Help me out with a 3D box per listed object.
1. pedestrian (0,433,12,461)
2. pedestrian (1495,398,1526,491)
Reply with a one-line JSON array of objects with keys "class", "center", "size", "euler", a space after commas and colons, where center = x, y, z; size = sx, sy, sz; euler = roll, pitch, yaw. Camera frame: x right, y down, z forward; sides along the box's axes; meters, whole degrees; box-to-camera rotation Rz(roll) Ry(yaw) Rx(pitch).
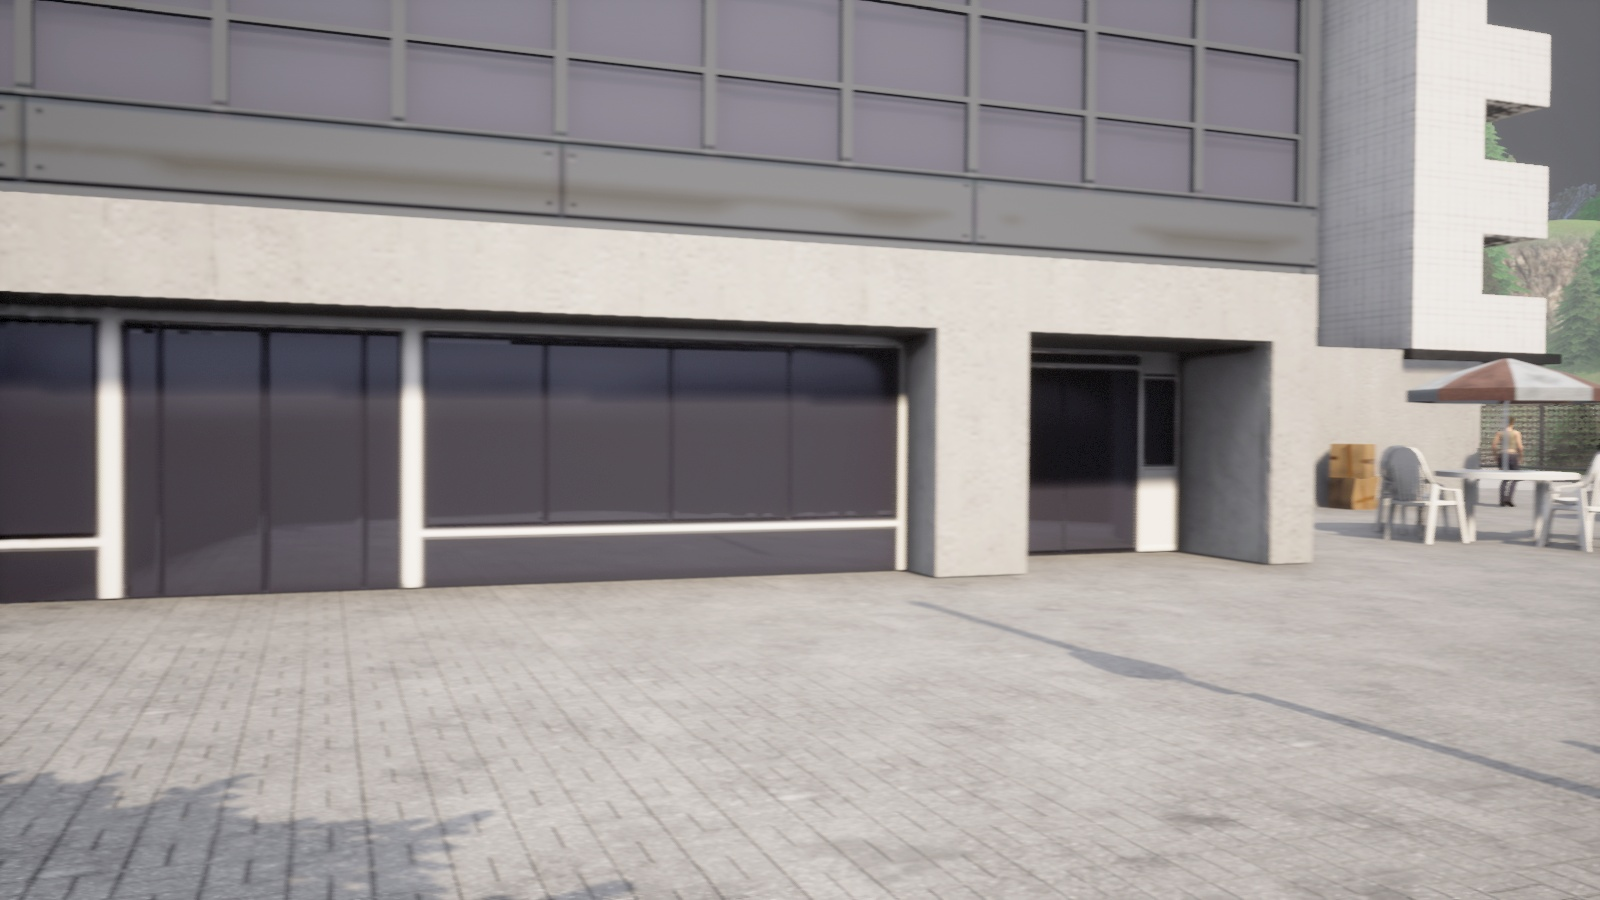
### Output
[{"class": "pedestrian", "center": [-51.917, -0.204, 82.102], "size": [0.594, 1.836, 0.345], "euler": [-1, 1, -10]}, {"class": "pedestrian", "center": [14.163, -0.109, 25.030], "size": [0.594, 1.836, 0.345], "euler": [-2, 1, -42]}]
